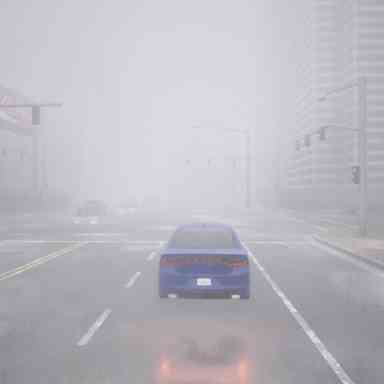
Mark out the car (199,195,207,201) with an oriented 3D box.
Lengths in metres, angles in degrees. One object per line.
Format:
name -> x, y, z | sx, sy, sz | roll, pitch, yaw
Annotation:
car -> 2.801, 1.524, 86.272 | 1.812, 1.442, 4.674 | 0, 0, 2

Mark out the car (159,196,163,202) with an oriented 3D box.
car -> -7.955, 1.543, 78.672 | 1.994, 1.385, 4.181 | 0, 0, 2

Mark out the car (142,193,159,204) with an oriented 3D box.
car -> -8.438, 1.224, 65.131 | 2.150, 2.045, 5.566 | 0, 0, 3

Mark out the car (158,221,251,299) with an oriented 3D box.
car -> 0.313, 1.478, 8.497 | 1.882, 1.535, 5.008 | 0, 0, 2

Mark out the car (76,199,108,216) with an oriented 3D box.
car -> -9.588, 1.506, 32.146 | 1.837, 1.490, 4.892 | 0, 0, 2

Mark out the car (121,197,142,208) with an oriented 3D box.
car -> -9.040, 1.525, 48.576 | 1.812, 1.442, 4.674 | 0, 0, 2

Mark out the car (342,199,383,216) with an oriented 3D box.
car -> 17.242, 1.505, 32.398 | 4.892, 1.490, 1.837 | 0, 0, 2
